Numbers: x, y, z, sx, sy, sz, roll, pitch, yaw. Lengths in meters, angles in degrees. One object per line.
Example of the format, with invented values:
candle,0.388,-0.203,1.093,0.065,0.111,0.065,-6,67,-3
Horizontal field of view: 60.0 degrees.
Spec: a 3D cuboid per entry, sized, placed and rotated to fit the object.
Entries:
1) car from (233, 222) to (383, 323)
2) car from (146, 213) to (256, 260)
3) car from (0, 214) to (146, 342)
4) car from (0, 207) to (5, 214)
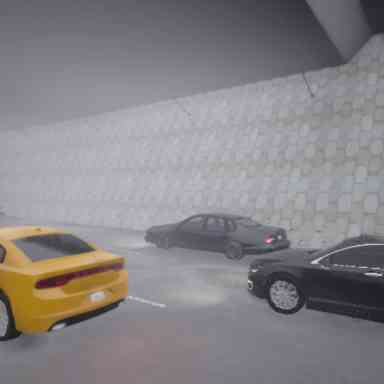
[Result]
car,3.382,1.498,5.879,4.892,1.490,1.837,1,0,36
car,0.766,1.483,12.066,5.357,1.411,2.033,1,0,36
car,-3.431,1.413,6.464,5.008,1.535,1.882,0,0,36
car,-15.379,1.285,23.655,5.357,1.411,2.033,1,0,36
